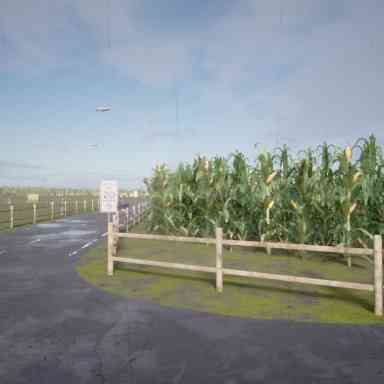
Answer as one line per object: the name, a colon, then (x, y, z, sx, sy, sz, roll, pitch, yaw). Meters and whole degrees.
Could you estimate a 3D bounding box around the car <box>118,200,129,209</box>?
car: (-11.071, 1.876, 52.077, 1.994, 1.385, 4.181, 1, 0, -4)
